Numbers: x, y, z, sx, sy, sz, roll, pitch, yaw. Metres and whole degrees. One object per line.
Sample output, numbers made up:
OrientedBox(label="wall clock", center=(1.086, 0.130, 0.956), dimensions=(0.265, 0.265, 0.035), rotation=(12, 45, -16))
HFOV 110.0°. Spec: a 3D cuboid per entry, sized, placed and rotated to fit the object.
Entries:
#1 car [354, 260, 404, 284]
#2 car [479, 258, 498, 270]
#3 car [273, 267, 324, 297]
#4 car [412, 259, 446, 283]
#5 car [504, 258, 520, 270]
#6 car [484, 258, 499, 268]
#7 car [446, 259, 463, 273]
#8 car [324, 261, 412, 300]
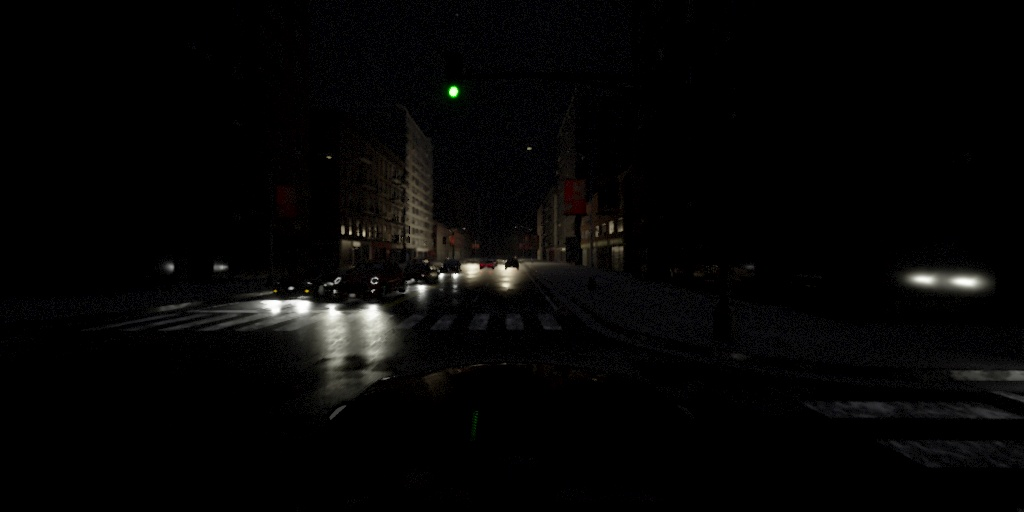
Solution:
OrientedBox(label="car", center=(-9.853, 1.114, 26.948), dimensions=(1.882, 1.535, 5.008), rotation=(0, 0, 0))
OrientedBox(label="car", center=(-3.257, 1.147, 47.440), dimensions=(1.895, 1.301, 4.718), rotation=(0, 0, 0))
OrientedBox(label="car", center=(-9.852, 1.241, 17.975), dimensions=(1.994, 1.385, 4.181), rotation=(0, 0, 0))
OrientedBox(label="car", center=(-6.605, 1.187, 26.542), dimensions=(2.033, 1.411, 5.357), rotation=(0, 0, 0))
OrientedBox(label="car", center=(-0.007, 1.054, 46.994), dimensions=(1.837, 1.490, 4.892), rotation=(0, 0, 0))
OrientedBox(label="car", center=(-3.259, 1.049, 57.413), dimensions=(2.033, 1.411, 5.357), rotation=(0, 0, 0))
OrientedBox(label="car", center=(-6.593, 1.107, 39.531), dimensions=(1.812, 1.442, 4.674), rotation=(0, 0, 0))
OrientedBox(label="car", center=(-6.601, 1.034, 17.074), dimensions=(2.097, 1.767, 4.553), rotation=(0, 0, 0))
